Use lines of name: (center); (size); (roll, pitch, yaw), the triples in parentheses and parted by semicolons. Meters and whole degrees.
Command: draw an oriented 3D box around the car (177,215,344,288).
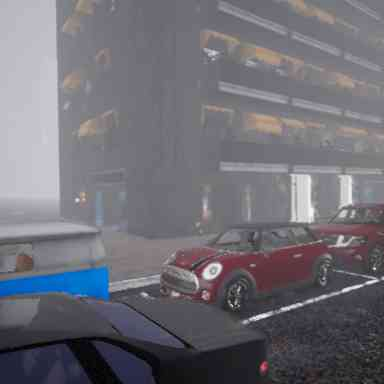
car: (1.304, 1.435, 7.504); (4.097, 1.590, 1.967); (0, -1, -35)

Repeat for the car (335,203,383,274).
car: (5.707, 1.307, 10.642); (5.009, 1.841, 2.192); (0, -1, -35)

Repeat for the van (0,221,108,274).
van: (-3.102, 1.338, 4.369); (3.998, 1.788, 1.690); (0, -1, -35)

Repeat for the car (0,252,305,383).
car: (-1.760, 1.546, 2.122); (5.357, 1.411, 2.033); (0, 0, -35)
